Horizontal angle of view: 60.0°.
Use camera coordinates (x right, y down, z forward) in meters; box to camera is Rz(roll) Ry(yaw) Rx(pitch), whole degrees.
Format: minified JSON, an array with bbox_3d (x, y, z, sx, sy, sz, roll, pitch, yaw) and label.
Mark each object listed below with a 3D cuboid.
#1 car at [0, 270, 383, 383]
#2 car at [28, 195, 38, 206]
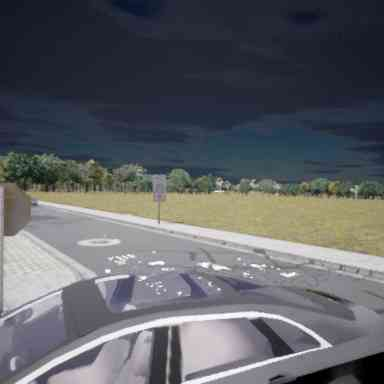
[{"bbox_3d":[-0.621,1.486,2.574,4.902,1.511,2.128,0,0,-22],"label":"car"},{"bbox_3d":[-20.626,1.046,41.490,2.033,1.411,5.357,1,0,-35],"label":"car"}]
